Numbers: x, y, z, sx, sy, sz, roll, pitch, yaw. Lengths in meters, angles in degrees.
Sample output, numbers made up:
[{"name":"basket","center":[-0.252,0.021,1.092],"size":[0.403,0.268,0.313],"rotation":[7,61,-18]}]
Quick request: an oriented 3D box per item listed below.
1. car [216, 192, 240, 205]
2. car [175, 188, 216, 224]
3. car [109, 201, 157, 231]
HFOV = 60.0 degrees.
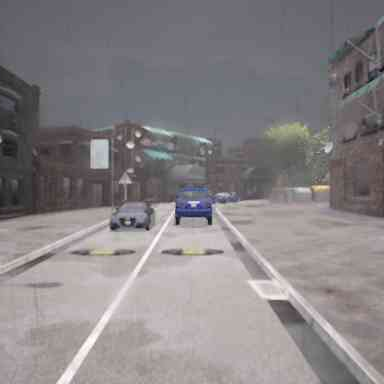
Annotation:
[{"name":"car","center":[3.970,0.755,39.011],"size":[1.812,1.442,4.674],"rotation":[-1,-1,34]},{"name":"car","center":[0.098,0.783,20.826],"size":[2.150,2.045,5.566],"rotation":[0,1,0]},{"name":"car","center":[-3.049,1.213,17.824],"size":[1.994,1.385,4.181],"rotation":[0,2,1]}]
